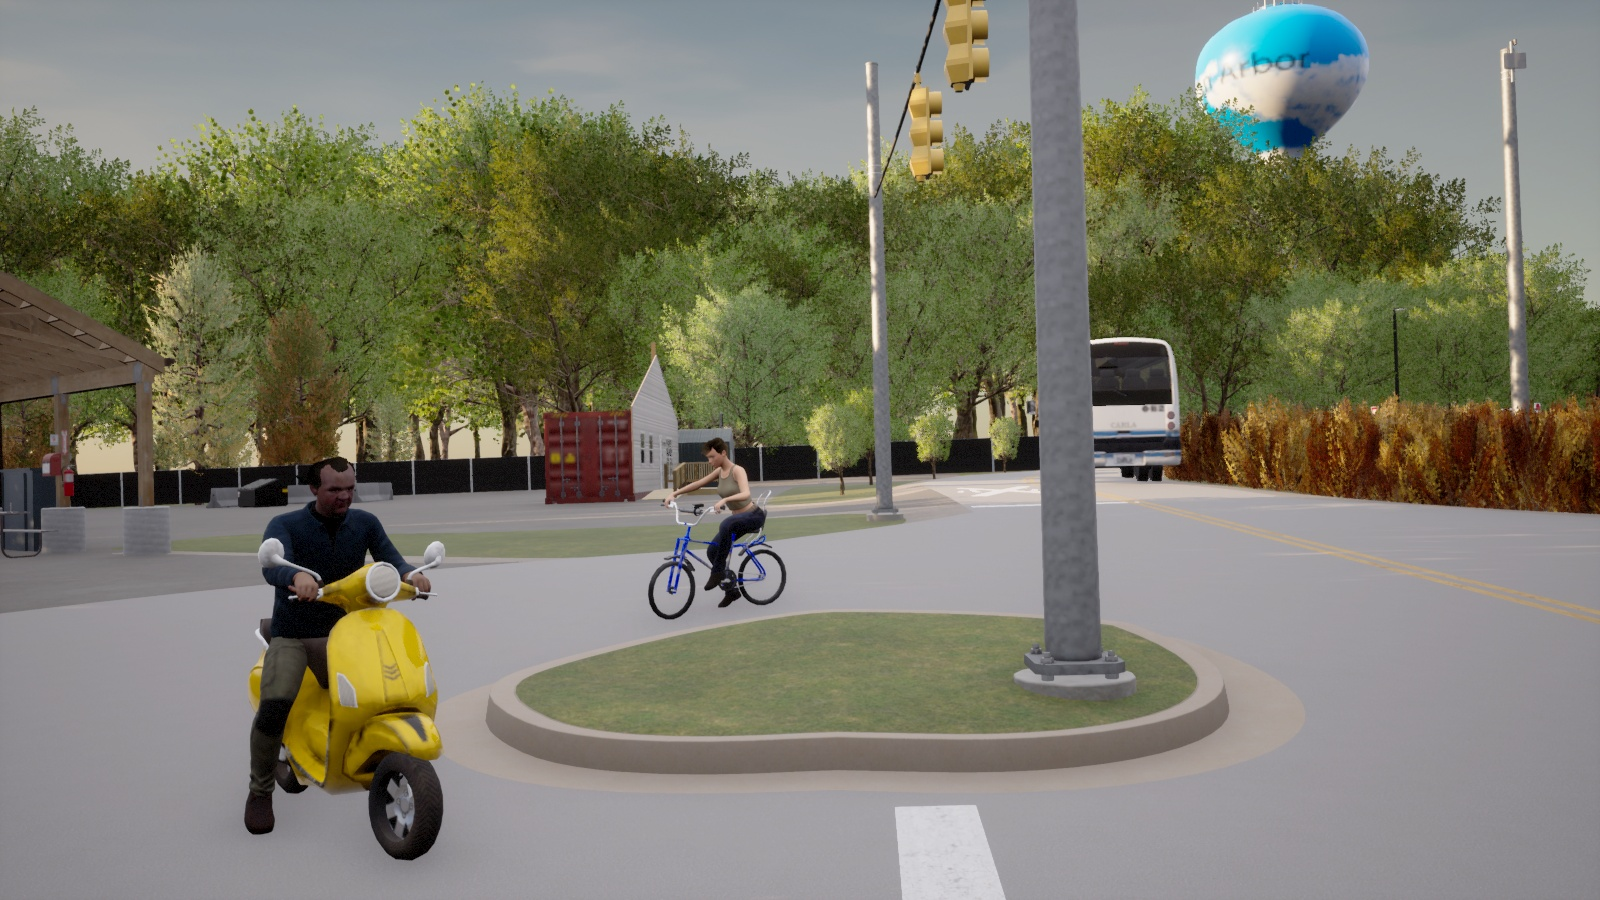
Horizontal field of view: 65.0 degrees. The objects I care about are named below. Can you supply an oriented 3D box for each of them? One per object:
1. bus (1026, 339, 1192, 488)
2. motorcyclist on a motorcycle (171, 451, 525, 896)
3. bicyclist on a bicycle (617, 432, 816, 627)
[{"bbox_3d":[9.902,-1.046,41.617,3.944,4.253,10.273,-1,0,6],"label":"bus"},{"bbox_3d":[-2.031,0.808,5.478,0.866,1.590,1.817,0,0,-40],"label":"motorcyclist on a motorcycle"},{"bbox_3d":[-0.764,0.689,11.614,1.509,1.612,0.866,-4,1,-33],"label":"bicyclist on a bicycle"}]
